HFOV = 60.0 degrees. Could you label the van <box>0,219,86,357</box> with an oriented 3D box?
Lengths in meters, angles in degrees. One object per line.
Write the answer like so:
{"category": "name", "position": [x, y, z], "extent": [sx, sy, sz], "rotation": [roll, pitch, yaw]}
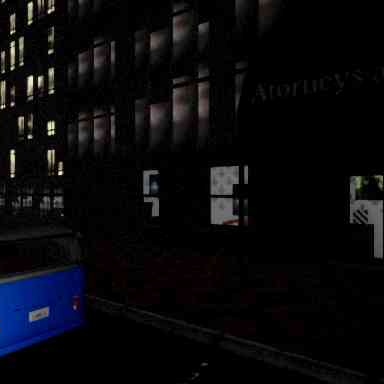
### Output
{"category": "van", "position": [-3.474, 1.341, 5.370], "extent": [3.998, 1.788, 1.690], "rotation": [0, 0, 36]}
